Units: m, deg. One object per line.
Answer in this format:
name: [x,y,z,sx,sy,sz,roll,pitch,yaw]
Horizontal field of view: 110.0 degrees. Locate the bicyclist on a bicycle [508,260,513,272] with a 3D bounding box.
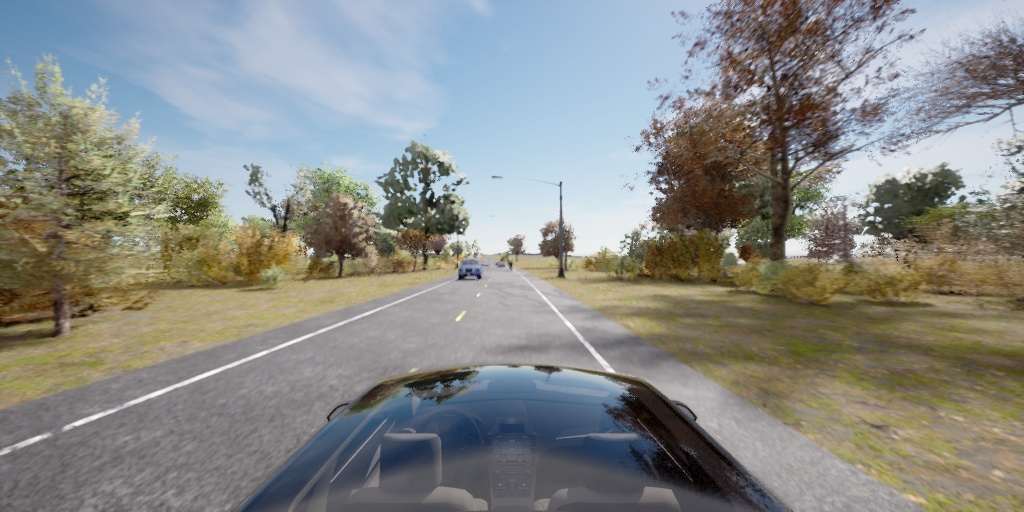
bicyclist on a bicycle: [-0.068,1.611,55.681,0.659,1.776,1.843,0,0,-2]

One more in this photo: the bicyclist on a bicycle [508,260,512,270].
bicyclist on a bicycle: [-0.446,1.692,64.691,0.659,1.776,1.843,0,0,-3]

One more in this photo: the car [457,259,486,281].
car: [-3.994,1.279,35.278,2.150,2.045,5.566,0,0,-1]
